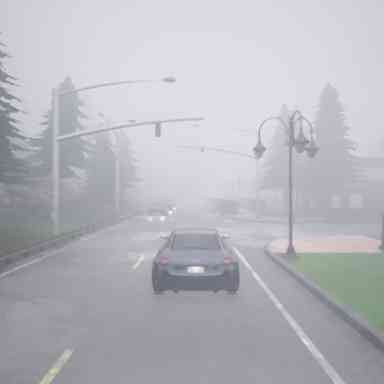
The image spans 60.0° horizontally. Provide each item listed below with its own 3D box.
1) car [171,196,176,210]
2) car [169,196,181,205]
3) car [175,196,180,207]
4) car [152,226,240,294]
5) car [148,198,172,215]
[{"bbox_3d":[-3.583,1.724,46.006,1.882,1.535,5.008,0,0,0],"label":"car"},{"bbox_3d":[-3.481,1.717,68.378,2.097,1.767,4.553,0,0,0],"label":"car"},{"bbox_3d":[-3.559,1.809,56.720,1.837,1.490,4.892,0,-1,0],"label":"car"},{"bbox_3d":[0.086,1.612,8.964,1.994,1.385,4.181,0,0,0],"label":"car"},{"bbox_3d":[-3.589,1.741,36.152,2.033,1.411,5.357,0,0,0],"label":"car"}]
